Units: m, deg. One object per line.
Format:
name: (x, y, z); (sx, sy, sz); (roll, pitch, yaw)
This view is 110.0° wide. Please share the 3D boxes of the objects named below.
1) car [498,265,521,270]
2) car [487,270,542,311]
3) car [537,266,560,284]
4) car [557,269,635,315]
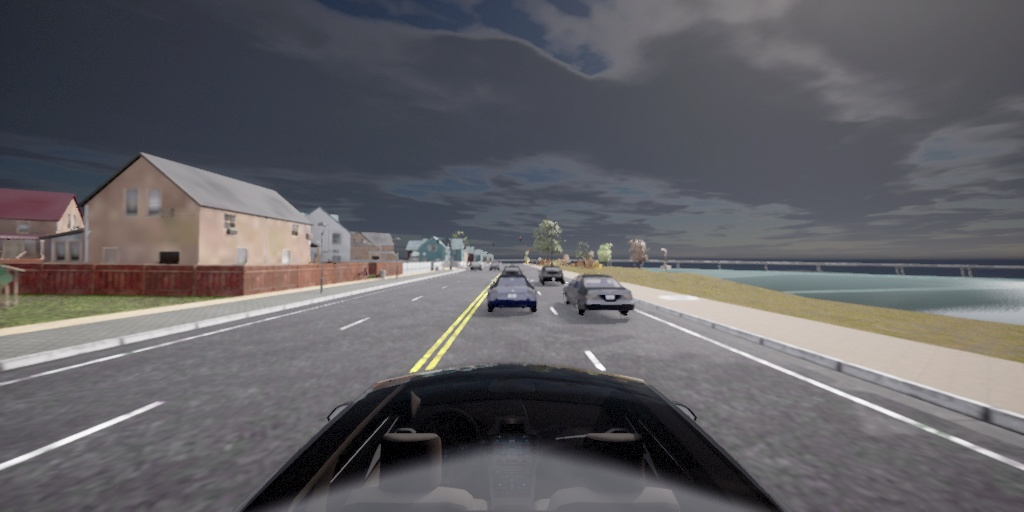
car: (0.011, 1.578, 30.338); (1.837, 1.490, 4.892); (0, 0, 0)
car: (0.015, 1.464, 15.242); (1.994, 1.385, 4.181); (0, -1, 0)
car: (3.261, 1.578, 30.342); (1.837, 1.490, 4.892); (0, 0, 0)
car: (3.255, 1.437, 14.356); (2.033, 1.411, 5.357); (0, -1, 0)
